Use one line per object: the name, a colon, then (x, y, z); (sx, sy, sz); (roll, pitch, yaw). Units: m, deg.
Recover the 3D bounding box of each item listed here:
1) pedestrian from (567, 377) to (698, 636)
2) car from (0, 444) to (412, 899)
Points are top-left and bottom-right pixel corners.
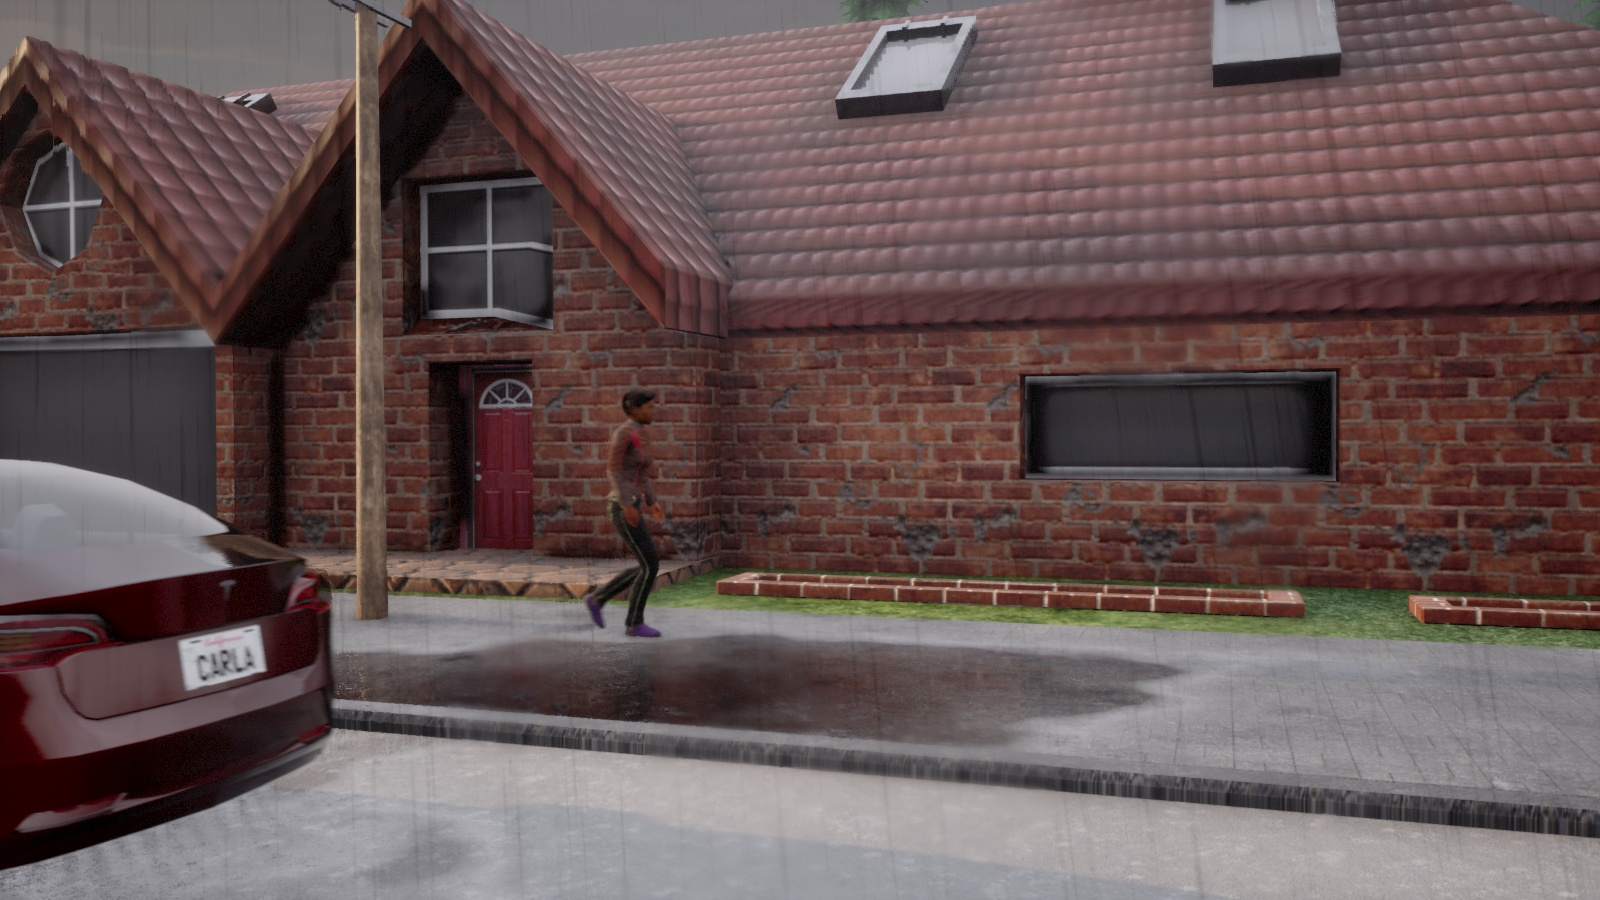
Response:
pedestrian: (-1.184, 0.389, 8.930); (0.869, 1.805, 0.328); (0, 1, 5)
car: (-4.291, 0.728, 5.163); (4.792, 1.488, 2.163); (1, 1, 19)
